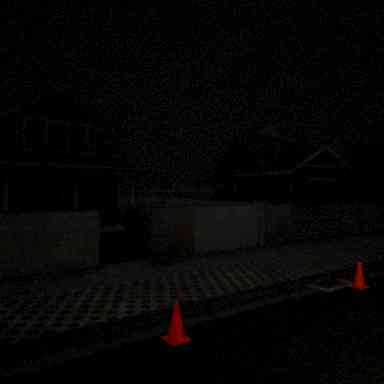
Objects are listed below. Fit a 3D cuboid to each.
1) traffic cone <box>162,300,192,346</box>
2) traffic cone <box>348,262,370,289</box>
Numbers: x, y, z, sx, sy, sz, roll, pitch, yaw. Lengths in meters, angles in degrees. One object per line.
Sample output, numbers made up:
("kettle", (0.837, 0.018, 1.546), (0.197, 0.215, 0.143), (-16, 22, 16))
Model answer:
("traffic cone", (-0.236, 1.950, 5.064), (0.340, 0.580, 0.340), (0, 0, -35))
("traffic cone", (3.963, 1.951, 7.886), (0.340, 0.580, 0.340), (0, 0, -33))
